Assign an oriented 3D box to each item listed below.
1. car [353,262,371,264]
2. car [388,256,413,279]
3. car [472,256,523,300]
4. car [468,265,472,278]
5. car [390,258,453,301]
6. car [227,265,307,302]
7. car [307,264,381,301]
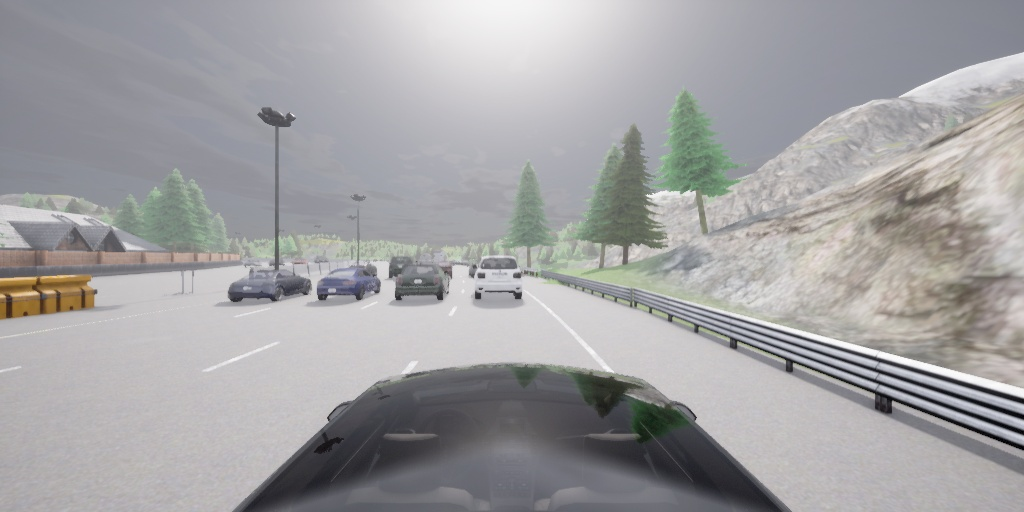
[{"bbox_3d":[-13.392,1.242,32.302,2.128,1.511,4.902,0,0,-11],"label":"car"},{"bbox_3d":[-9.959,1.005,32.983,2.150,2.045,5.566,0,0,-11],"label":"car"},{"bbox_3d":[-0.773,1.005,17.980,2.150,2.045,5.566,0,0,-5],"label":"car"},{"bbox_3d":[-3.075,1.320,34.257,1.994,1.385,4.181,0,0,-11],"label":"car"},{"bbox_3d":[-4.252,1.113,17.593,2.097,1.767,4.553,0,0,-5],"label":"car"},{"bbox_3d":[-11.225,1.319,16.969,1.994,1.385,4.181,0,0,-5],"label":"car"},{"bbox_3d":[-7.740,1.280,17.296,1.812,1.442,4.674,0,0,-5],"label":"car"}]
